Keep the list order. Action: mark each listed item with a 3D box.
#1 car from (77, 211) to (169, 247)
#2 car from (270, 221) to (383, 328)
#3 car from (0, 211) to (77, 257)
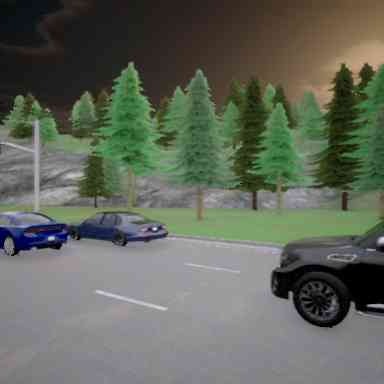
[{"bbox_3d":[-3.597,1.571,15.126,5.357,1.411,2.033,0,0,34],"label":"car"},{"bbox_3d":[4.123,1.215,5.347,5.566,2.045,2.150,-1,-1,35],"label":"car"},{"bbox_3d":[-7.042,1.505,13.243,5.008,1.535,1.882,0,0,35],"label":"car"}]
